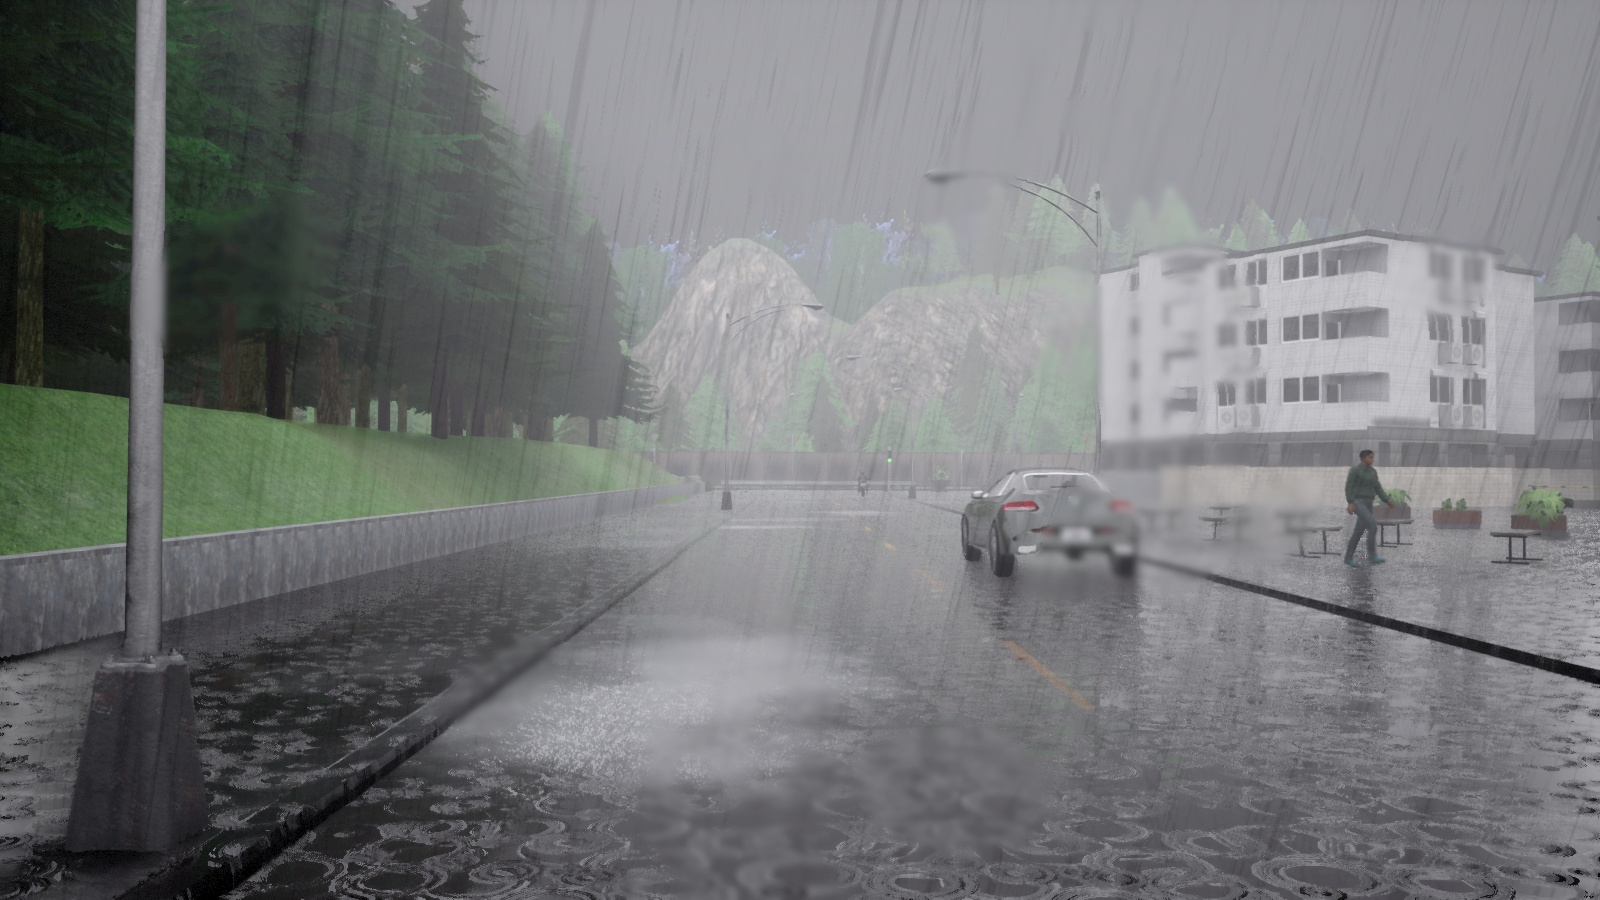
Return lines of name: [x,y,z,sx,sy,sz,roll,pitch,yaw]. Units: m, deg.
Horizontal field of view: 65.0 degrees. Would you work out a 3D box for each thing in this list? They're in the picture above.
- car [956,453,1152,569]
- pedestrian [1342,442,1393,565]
car: [3.953,0.921,20.500,2.152,1.651,5.027,0,-1,0]
pedestrian: [8.696,0.812,19.259,0.353,1.847,0.614,0,-1,-25]
